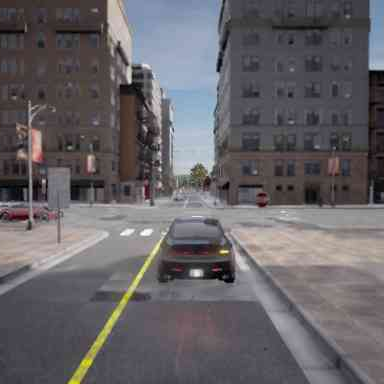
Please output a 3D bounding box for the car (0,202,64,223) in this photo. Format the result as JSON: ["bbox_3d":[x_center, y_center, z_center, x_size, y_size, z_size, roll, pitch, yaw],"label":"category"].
[{"bbox_3d":[-11.684,1.448,24.394,4.181,1.385,1.994,1,2,-1],"label":"car"}]

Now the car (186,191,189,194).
[{"bbox_3d":[-2.429,0.986,81.395,2.033,1.411,5.357,0,0,0],"label":"car"}]

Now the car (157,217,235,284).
[{"bbox_3d":[0.097,1.466,9.471,1.837,1.490,4.892,0,0,0],"label":"car"}]

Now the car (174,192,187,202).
[{"bbox_3d":[-2.451,1.225,65.542,1.812,1.442,4.674,0,0,0],"label":"car"}]
